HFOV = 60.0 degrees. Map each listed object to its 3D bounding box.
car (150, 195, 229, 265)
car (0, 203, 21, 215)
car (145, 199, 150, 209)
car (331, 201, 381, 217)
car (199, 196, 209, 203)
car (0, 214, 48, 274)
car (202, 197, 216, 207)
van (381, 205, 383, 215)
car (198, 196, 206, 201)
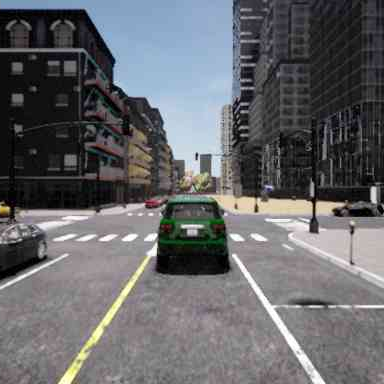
[{"bbox_3d":[0.032,1.230,11.857,2.150,2.045,5.566,0,-1,0],"label":"car"},{"bbox_3d":[-17.876,1.535,29.524,4.829,1.417,1.752,0,1,0],"label":"car"},{"bbox_3d":[-5.687,1.601,47.616,1.887,1.381,4.507,-1,0,0],"label":"car"},{"bbox_3d":[14.683,1.502,29.568,4.313,1.339,1.947,0,1,0],"label":"car"},{"bbox_3d":[2.669,1.649,75.916,2.008,1.369,4.403,-1,0,0],"label":"car"},{"bbox_3d":[-5.699,1.561,9.550,2.008,1.369,4.403,-1,0,0],"label":"car"},{"bbox_3d":[2.661,1.608,53.320,1.887,1.381,4.507,-1,0,0],"label":"car"},{"bbox_3d":[14.693,1.392,21.185,3.998,1.788,1.690,0,1,0],"label":"van"},{"bbox_3d":[2.672,1.661,87.214,1.887,1.381,4.507,-1,0,0],"label":"car"}]
